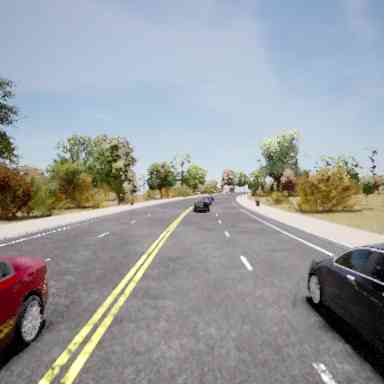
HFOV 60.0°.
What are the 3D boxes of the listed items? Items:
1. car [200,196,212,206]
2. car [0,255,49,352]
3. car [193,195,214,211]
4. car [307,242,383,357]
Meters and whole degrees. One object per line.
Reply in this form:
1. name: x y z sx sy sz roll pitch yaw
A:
1. car: 2.378 1.452 55.568 1.812 1.442 4.674 0 0 5
2. car: -3.317 1.476 3.495 1.882 1.535 5.008 0 0 0
3. car: 1.191 1.461 39.707 2.128 1.511 4.902 0 0 3
4. car: 3.270 1.505 4.991 1.837 1.490 4.892 0 0 0
